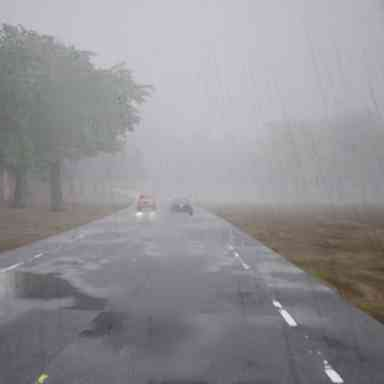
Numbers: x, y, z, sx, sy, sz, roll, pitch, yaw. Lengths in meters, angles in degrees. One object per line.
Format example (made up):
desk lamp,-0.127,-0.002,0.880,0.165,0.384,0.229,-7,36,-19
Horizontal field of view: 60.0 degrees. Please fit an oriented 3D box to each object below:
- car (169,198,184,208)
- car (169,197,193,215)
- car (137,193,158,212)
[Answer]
car,-2.208,1.526,46.602,1.895,1.301,4.718,0,0,-5
car,-1.087,1.304,32.827,2.097,1.767,4.553,0,0,-4
car,-5.269,1.180,39.407,2.150,2.045,5.566,0,0,-4
